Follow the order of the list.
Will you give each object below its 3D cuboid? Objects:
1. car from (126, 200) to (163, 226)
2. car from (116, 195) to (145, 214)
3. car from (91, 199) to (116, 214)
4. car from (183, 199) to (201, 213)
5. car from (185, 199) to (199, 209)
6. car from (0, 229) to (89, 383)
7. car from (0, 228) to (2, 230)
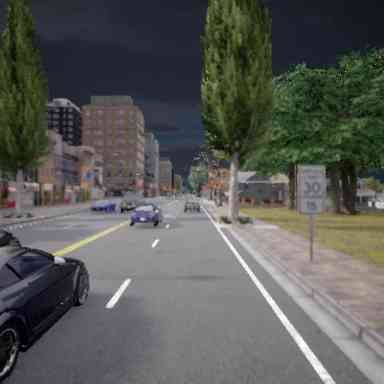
[{"bbox_3d":[-3.149,1.559,23.483,1.812,1.442,4.674,0,0,0],"label":"car"},{"bbox_3d":[-6.547,1.304,37.410,2.150,2.045,5.566,0,-1,1],"label":"car"},{"bbox_3d":[-9.802,1.559,37.143,1.882,1.535,5.008,0,-1,1],"label":"car"},{"bbox_3d":[0.003,1.574,38.874,2.128,1.511,4.902,0,0,0],"label":"car"},{"bbox_3d":[0.056,1.733,48.666,1.895,1.301,4.718,0,0,2],"label":"car"},{"bbox_3d":[-3.150,1.571,5.362,1.994,1.385,4.181,0,0,0],"label":"car"},{"bbox_3d":[-6.601,1.577,9.250,1.994,1.385,4.181,0,0,0],"label":"car"}]
